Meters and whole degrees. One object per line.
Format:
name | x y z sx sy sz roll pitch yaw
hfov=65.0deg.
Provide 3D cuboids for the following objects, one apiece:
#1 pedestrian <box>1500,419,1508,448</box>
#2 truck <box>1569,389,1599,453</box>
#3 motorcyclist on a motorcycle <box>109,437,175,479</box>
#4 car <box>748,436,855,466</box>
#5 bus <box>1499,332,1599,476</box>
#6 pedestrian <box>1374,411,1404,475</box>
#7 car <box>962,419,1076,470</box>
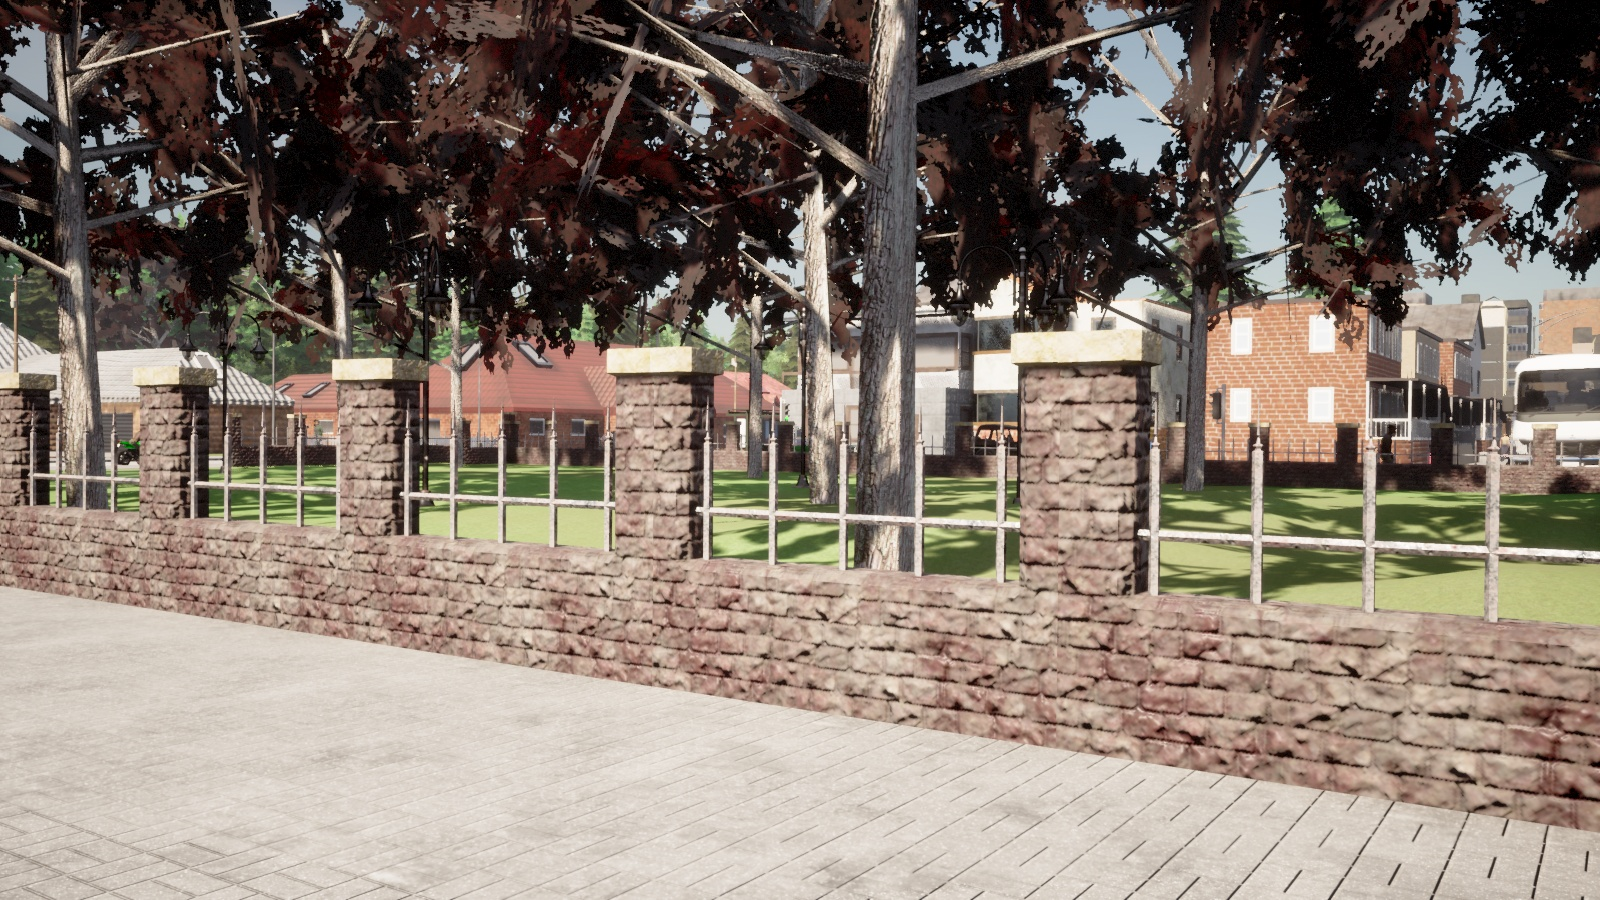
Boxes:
pedestrian | 44.235 -1.036 78.888 0.345 1.836 0.594 0 1 37
truck | 46.045 -1.653 72.177 2.891 3.462 7.936 0 1 34
motorcyclist on a motorcycle | -24.805 0.291 47.363 0.797 1.523 2.044 0 1 32
car | 0.054 0.032 58.561 4.718 1.301 1.895 0 1 34
bus | 25.961 -1.459 42.384 3.944 4.253 10.273 -2 0 30
pedestrian | 16.937 -0.205 36.104 0.703 1.840 0.431 0 1 34
car | 8.383 -0.206 48.138 3.866 1.878 1.905 0 1 32
